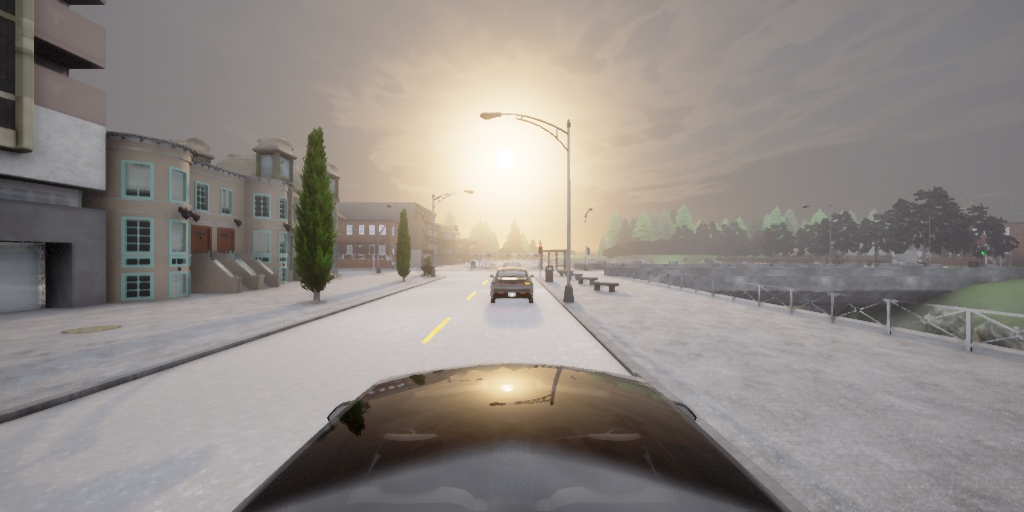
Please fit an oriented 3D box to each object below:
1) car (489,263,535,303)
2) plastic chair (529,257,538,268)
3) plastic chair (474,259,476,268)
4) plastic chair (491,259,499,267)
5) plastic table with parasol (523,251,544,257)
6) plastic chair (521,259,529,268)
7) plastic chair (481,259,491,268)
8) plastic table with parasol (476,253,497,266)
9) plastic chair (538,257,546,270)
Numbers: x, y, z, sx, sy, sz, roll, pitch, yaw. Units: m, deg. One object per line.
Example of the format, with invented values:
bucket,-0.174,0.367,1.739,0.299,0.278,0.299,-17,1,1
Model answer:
car,0.000,1.265,16.500,1.837,1.490,4.892,0,0,0
plastic chair,3.439,1.278,58.670,0.750,1.272,0.730,0,0,0
plastic chair,-5.561,1.278,60.770,0.730,1.272,0.750,0,0,0
plastic chair,-2.961,1.278,60.570,0.730,1.272,0.750,0,0,0
plastic table with parasol,3.579,0.674,59.940,2.482,2.480,2.482,0,0,0
plastic chair,2.239,1.278,59.970,0.730,1.272,0.750,0,0,0
plastic chair,-4.361,1.278,59.470,0.750,1.272,0.730,0,0,0
plastic table with parasol,-4.241,0.674,60.690,2.482,2.480,2.482,0,0,0
plastic chair,4.839,1.278,59.771,0.730,1.272,0.750,0,0,0
